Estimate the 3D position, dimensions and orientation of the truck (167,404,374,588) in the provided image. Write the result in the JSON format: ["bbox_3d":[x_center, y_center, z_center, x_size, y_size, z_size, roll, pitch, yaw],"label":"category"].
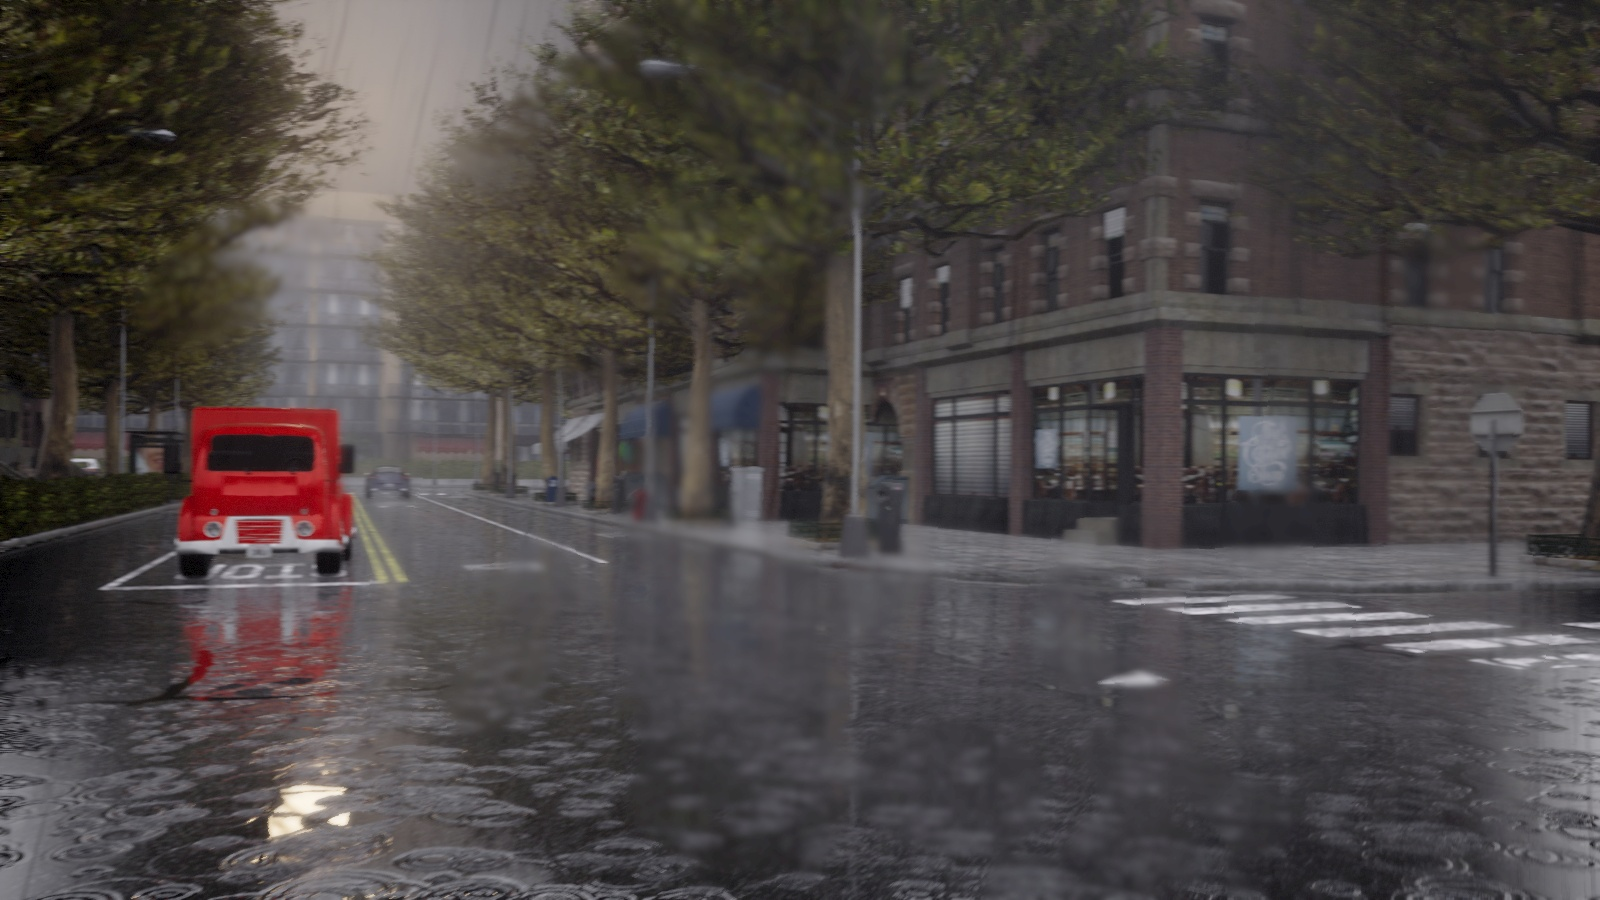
[{"bbox_3d":[-8.162,0.665,19.800,2.627,2.467,5.204,0,-1,-20],"label":"truck"}]

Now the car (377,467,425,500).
[{"bbox_3d":[-20.613,1.694,64.696,2.152,1.651,5.027,0,-1,-20],"label":"car"}]
